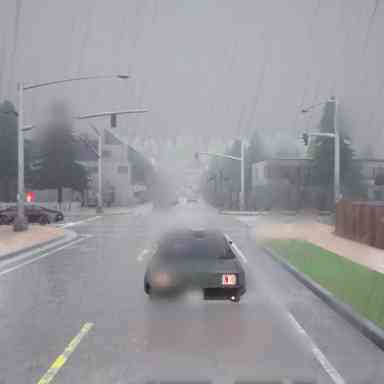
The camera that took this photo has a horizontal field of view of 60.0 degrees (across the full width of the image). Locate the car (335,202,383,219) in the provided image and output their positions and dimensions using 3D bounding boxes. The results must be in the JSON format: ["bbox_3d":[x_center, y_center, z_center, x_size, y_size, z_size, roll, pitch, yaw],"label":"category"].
[{"bbox_3d":[15.323,1.582,29.261,4.718,1.301,1.895,0,0,-8],"label":"car"}]

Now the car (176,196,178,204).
[{"bbox_3d":[-3.551,1.526,52.229,1.812,1.442,4.674,0,0,0],"label":"car"}]

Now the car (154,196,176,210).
[{"bbox_3d":[-3.564,1.352,41.994,2.097,1.767,4.553,0,0,0],"label":"car"}]

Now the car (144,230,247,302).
[{"bbox_3d":[0.075,1.601,8.208,1.895,1.301,4.718,0,0,0],"label":"car"}]

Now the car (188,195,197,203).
[{"bbox_3d":[0.061,1.595,71.439,1.895,1.301,4.718,0,0,0],"label":"car"}]

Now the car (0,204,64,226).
[{"bbox_3d":[-11.275,1.579,23.415,4.181,1.385,1.994,0,0,1],"label":"car"}]

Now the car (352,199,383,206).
[{"bbox_3d":[14.237,1.333,25.369,4.553,1.767,2.097,0,0,-6],"label":"car"}]

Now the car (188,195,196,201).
[{"bbox_3d":[0.067,1.478,81.475,1.882,1.535,5.008,0,0,0],"label":"car"}]
